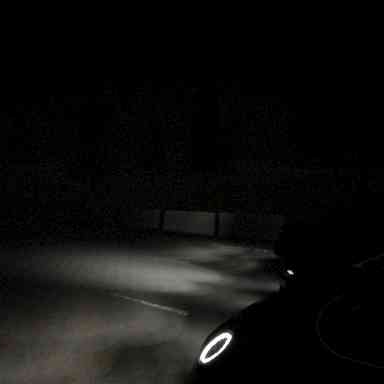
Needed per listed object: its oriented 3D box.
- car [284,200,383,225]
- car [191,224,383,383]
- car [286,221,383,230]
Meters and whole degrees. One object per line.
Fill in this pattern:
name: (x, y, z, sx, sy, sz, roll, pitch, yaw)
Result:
car: (5.068, 1.217, 8.974, 5.566, 2.045, 2.150, 0, 0, 36)
car: (2.184, 1.352, 2.432, 4.553, 1.767, 2.097, 0, 0, 36)
car: (3.920, 1.489, 5.494, 4.902, 1.511, 2.128, 0, 0, 36)
